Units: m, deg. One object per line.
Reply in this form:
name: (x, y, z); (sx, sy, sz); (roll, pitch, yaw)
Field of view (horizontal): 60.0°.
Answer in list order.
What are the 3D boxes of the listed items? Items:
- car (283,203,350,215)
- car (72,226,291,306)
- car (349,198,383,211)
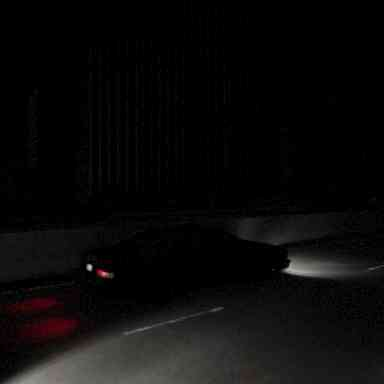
car: (8.281, 1.589, 22.469); (4.718, 1.301, 1.895); (0, 0, -34)
car: (0.014, 1.544, 8.040); (5.357, 1.411, 2.033); (0, 0, -35)
car: (15.965, 1.529, 31.838); (5.357, 1.411, 2.033); (0, 0, -34)
